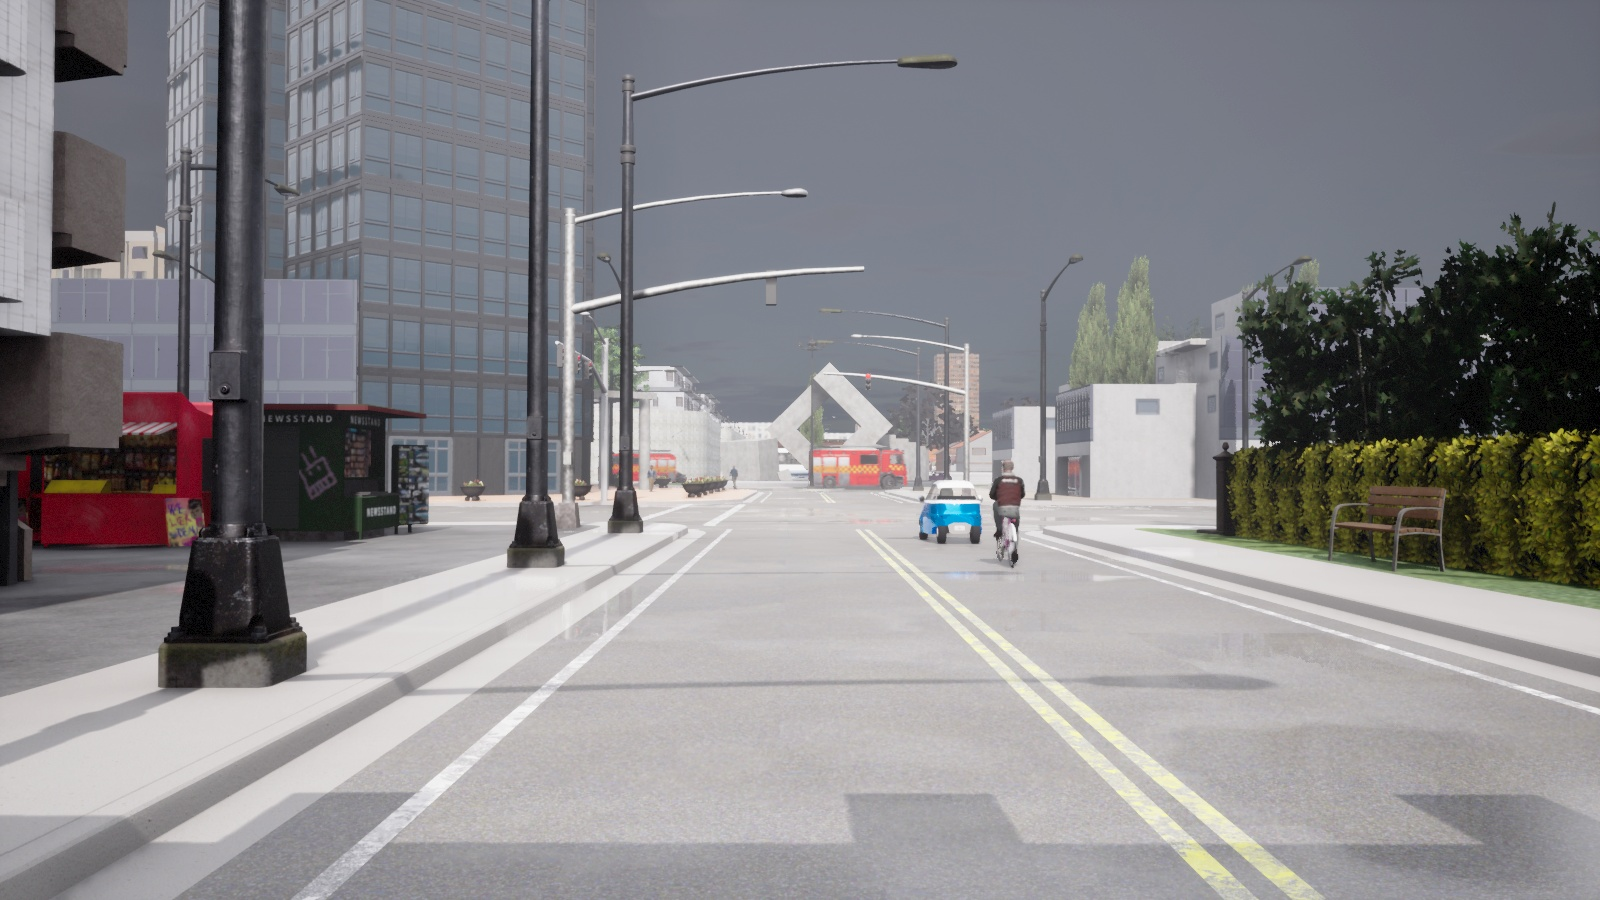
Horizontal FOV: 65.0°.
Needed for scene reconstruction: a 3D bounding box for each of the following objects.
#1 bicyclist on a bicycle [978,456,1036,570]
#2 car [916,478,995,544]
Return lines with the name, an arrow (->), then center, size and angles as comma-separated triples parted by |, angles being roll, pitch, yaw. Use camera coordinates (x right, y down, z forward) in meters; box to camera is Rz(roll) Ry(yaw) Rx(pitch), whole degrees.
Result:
bicyclist on a bicycle -> 3.446, 1.021, 21.013 | 0.659, 1.776, 1.843 | 0, 1, 0
car -> 3.429, 1.324, 27.981 | 1.481, 1.376, 2.207 | 0, -1, 0
